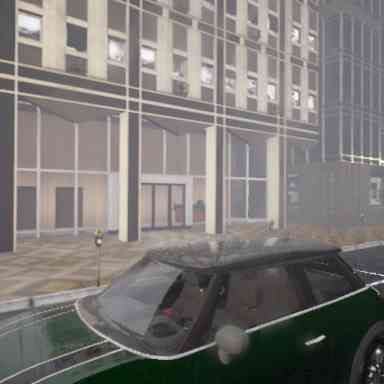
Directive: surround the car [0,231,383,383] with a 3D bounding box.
[{"bbox_3d":[0.073,1.364,3.427,4.553,1.767,2.097,0,0,-35],"label":"car"}]
